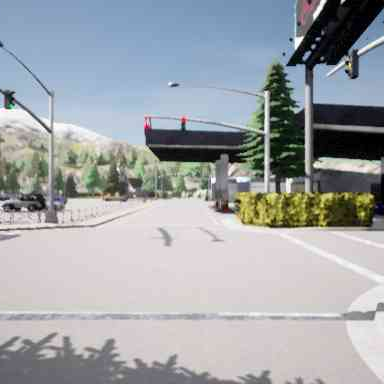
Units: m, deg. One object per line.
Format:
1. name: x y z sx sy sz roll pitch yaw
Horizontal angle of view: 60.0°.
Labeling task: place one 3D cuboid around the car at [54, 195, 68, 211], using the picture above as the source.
1. car: -16.194 1.348 36.934 3.806 1.475 1.970 0 0 -1

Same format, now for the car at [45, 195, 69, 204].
1. car: -24.058 1.298 59.297 3.633 1.501 1.845 0 0 -1

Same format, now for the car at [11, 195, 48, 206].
1. car: -24.038 1.280 49.304 4.514 1.523 2.007 0 0 -1

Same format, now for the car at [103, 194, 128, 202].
1. car: -16.457 1.305 71.190 5.027 1.636 2.152 0 0 -1

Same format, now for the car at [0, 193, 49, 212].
1. car: -16.784 1.065 33.605 3.866 1.878 1.905 0 0 -1

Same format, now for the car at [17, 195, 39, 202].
1. car: -35.123 1.359 71.221 3.806 1.475 1.970 0 0 -1

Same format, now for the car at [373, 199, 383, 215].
1. car: 17.219 1.468 33.269 2.242 1.667 4.611 0 0 -1

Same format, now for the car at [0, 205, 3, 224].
1. car: -11.375 1.392 14.792 4.718 1.301 1.895 0 0 -3

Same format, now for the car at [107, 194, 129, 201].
1. car: -16.529 1.313 74.326 4.514 1.523 2.007 0 0 -1
